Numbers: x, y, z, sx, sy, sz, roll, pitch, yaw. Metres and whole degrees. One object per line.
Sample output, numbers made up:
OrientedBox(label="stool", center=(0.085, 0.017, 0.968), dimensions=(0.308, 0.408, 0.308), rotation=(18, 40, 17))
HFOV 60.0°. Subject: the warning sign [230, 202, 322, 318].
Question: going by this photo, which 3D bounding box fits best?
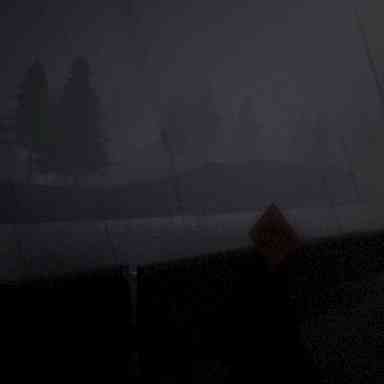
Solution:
OrientedBox(label="warning sign", center=(1.552, 1.129, 6.270), dimensions=(1.060, 1.860, 1.300), rotation=(0, 0, -35))
